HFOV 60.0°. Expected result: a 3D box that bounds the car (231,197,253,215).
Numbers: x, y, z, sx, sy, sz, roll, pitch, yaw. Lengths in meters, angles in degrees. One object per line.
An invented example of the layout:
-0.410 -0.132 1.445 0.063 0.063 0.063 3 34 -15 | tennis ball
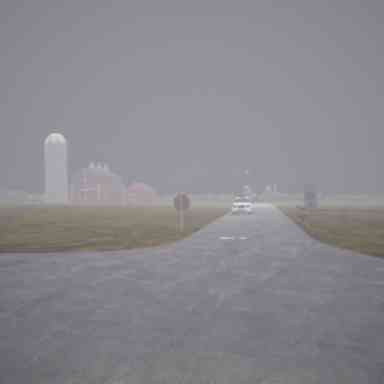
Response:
5.989 1.603 39.540 2.150 2.045 5.566 -1 0 12 | car
